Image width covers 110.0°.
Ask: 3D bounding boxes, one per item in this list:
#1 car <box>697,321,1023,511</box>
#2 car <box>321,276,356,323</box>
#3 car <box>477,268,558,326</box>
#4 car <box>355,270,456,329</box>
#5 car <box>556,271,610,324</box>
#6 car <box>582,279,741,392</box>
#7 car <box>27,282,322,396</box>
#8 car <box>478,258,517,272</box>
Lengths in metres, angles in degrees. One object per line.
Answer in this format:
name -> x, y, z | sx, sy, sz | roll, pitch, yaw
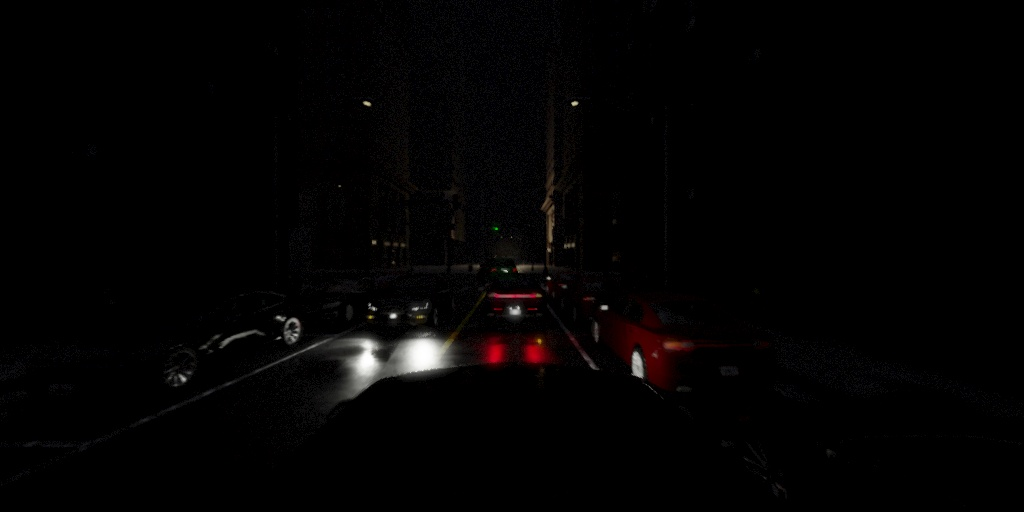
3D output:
car -> 2.762, 1.312, 1.263 | 1.948, 1.339, 4.313 | 0, 0, 0
car -> -5.765, 1.383, 12.272 | 2.007, 1.370, 4.403 | 0, 0, 0
car -> 0.098, 1.319, 12.020 | 2.128, 1.511, 4.902 | 0, -1, 0
car -> -3.040, 1.334, 11.684 | 1.837, 1.490, 4.892 | 0, -1, 1
car -> 2.760, 1.378, 12.273 | 1.888, 1.381, 4.507 | 0, 0, 0
car -> 2.761, 1.335, 6.767 | 1.888, 1.381, 4.507 | 0, 0, 0
car -> -5.765, 1.355, 6.767 | 1.948, 1.339, 4.313 | 0, 0, 0
car -> -1.190, 1.177, 27.632 | 2.150, 2.045, 5.566 | 1, 0, -16
